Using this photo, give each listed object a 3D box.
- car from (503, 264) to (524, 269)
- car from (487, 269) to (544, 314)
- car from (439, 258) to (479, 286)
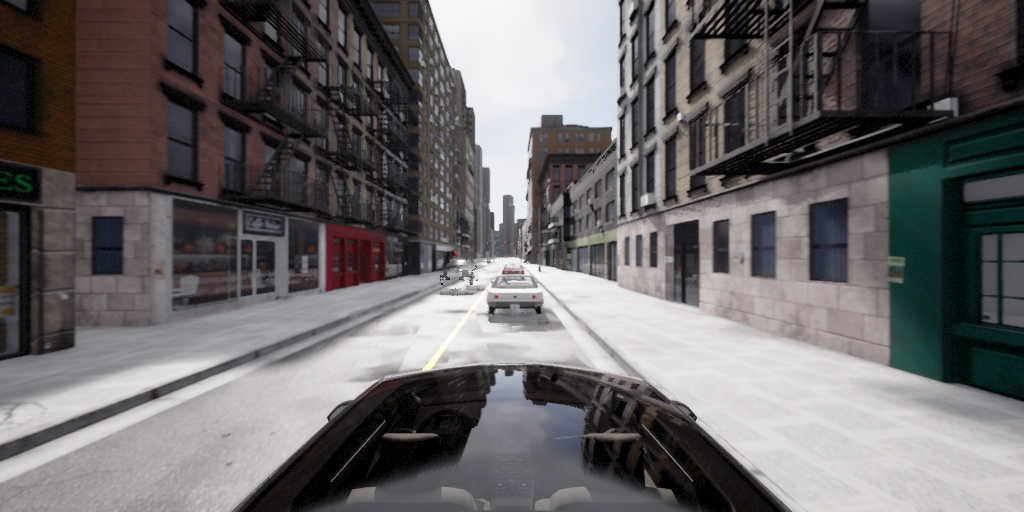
[{"bbox_3d":[0.110,1.343,31.433,1.895,1.301,4.718,0,0,0],"label":"car"},{"bbox_3d":[0.103,1.347,13.843,1.895,1.301,4.718,0,0,0],"label":"car"},{"bbox_3d":[-2.994,0.885,21.081,2.128,1.511,4.902,0,0,0],"label":"car"}]
